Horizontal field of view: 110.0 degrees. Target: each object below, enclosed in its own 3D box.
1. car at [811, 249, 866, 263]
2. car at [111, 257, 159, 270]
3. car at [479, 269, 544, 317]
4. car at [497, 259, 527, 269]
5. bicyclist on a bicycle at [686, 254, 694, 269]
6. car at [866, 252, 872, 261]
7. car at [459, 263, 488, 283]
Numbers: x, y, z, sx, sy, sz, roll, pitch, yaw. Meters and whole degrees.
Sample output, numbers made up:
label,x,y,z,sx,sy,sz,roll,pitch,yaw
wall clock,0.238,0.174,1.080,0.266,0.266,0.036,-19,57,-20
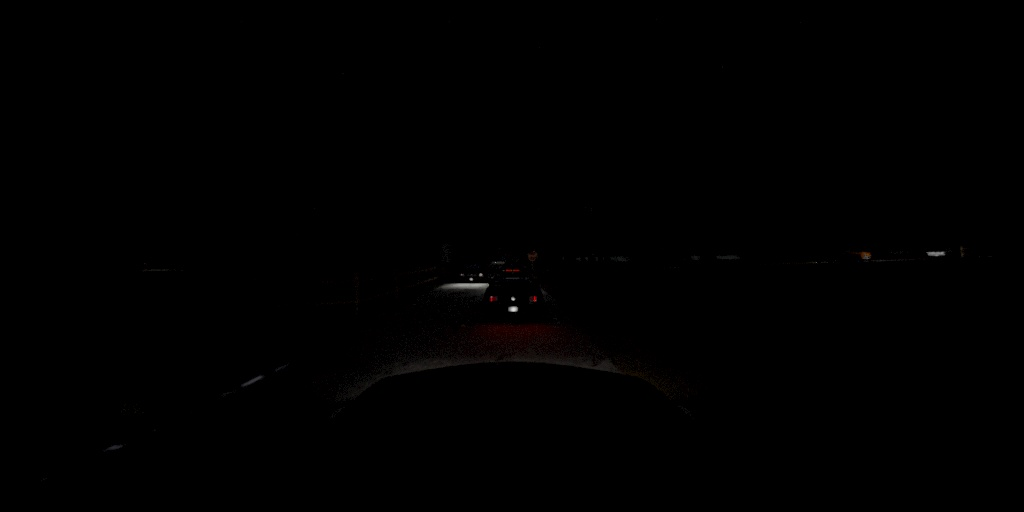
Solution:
label,x,y,z,sx,sy,sz,roll,pitch,yaw
car,39.311,0.132,43.457,4.718,1.301,1.895,-2,-1,0
car,-45.370,0.891,43.150,4.674,1.442,1.812,1,-1,0
car,0.059,1.322,13.113,1.895,1.301,4.718,0,0,0
car,0.052,1.181,27.669,1.837,1.490,4.892,0,0,0
bicyclist on a bicycle,19.888,0.628,40.256,0.582,1.620,1.656,-1,0,0
car,43.319,-0.100,46.260,5.008,1.535,1.882,-2,-1,0
car,-2.803,1.224,27.585,2.033,1.411,5.357,0,0,0
